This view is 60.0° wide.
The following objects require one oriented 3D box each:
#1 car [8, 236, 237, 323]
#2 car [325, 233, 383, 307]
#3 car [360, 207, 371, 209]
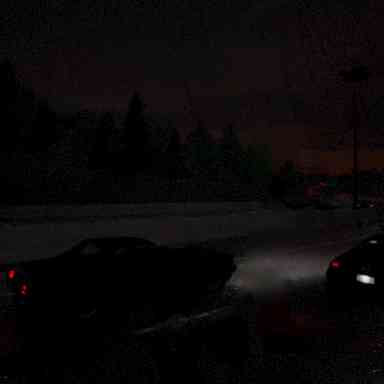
[{"bbox_3d":[-1.250,1.650,7.296,4.718,1.301,1.895,1,-1,-36],"label":"car"},{"bbox_3d":[4.889,1.647,7.565,4.181,1.385,1.994,1,-1,-38],"label":"car"},{"bbox_3d":[23.775,1.818,44.913,2.097,1.767,4.553,0,-1,41],"label":"car"}]
